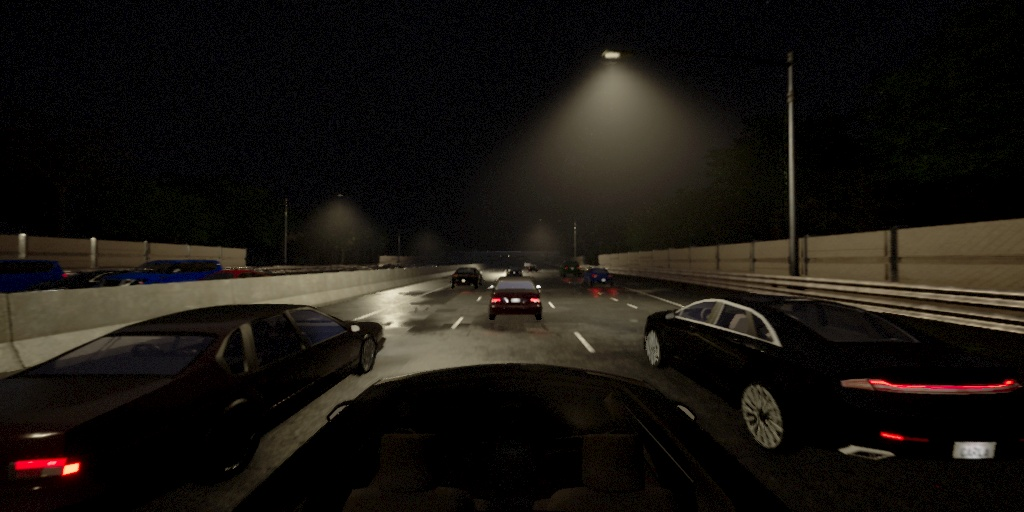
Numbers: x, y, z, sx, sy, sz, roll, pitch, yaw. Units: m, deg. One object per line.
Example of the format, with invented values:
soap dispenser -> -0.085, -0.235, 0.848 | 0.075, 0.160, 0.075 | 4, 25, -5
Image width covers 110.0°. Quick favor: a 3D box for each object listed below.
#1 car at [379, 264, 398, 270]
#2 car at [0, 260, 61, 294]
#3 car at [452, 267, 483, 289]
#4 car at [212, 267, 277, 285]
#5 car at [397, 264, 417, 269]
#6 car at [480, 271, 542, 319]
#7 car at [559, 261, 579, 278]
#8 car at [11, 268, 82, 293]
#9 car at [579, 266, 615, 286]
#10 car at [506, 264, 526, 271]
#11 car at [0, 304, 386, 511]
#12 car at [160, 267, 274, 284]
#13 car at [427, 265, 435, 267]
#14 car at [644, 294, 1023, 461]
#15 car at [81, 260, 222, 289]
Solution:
car -> -20.682, 2.151, 59.941 | 1.837, 1.490, 4.892 | 0, -1, 1
car -> -23.826, 1.173, 16.073 | 2.150, 2.045, 5.566 | 0, -1, -3
car -> -3.329, 1.597, 27.193 | 1.882, 1.535, 5.008 | 0, -1, 0
car -> -24.434, 1.757, 33.052 | 2.033, 1.411, 5.357 | 0, -1, 0
car -> -17.182, 2.219, 60.374 | 1.994, 1.385, 4.181 | 0, -1, 1
car -> 0.119, 1.465, 13.664 | 2.033, 1.411, 5.357 | 0, -1, 0
car -> 7.271, 1.637, 45.444 | 2.150, 2.045, 5.566 | 0, -1, 1
car -> -21.065, 1.489, 18.270 | 1.837, 1.490, 4.892 | 0, -1, 0
car -> 6.981, 1.680, 29.380 | 1.812, 1.442, 4.674 | 0, -1, 2
car -> 0.259, 1.881, 40.635 | 2.033, 1.411, 5.357 | 0, -1, 0
car -> -3.397, 1.337, 4.612 | 2.033, 1.411, 5.357 | 0, -1, 0
car -> -14.068, 1.457, 17.918 | 1.882, 1.535, 5.008 | 0, -1, 0
car -> -13.683, 2.198, 60.030 | 2.033, 1.411, 5.357 | 0, -1, 1
car -> 3.502, 1.289, 5.141 | 2.128, 1.511, 4.902 | 0, -1, 0
car -> -17.567, 1.208, 18.414 | 2.150, 2.045, 5.566 | 0, -1, 0
